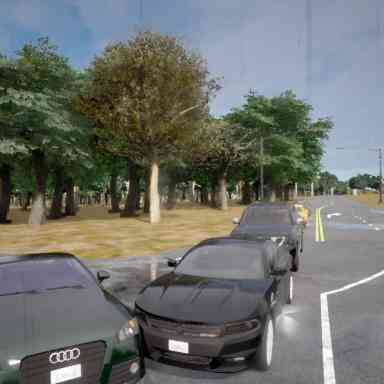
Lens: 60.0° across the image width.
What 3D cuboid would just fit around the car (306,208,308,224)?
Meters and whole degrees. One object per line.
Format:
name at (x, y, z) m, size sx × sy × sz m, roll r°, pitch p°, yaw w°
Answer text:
car at (5.125, 1.772, 18.242) m, size 1.895 × 1.301 × 4.718 m, roll -1°, pitch 0°, yaw 21°

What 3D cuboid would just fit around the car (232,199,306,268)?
car at (2.887, 1.458, 12.343) m, size 2.150 × 2.045 × 5.566 m, roll -2°, pitch 0°, yaw 21°

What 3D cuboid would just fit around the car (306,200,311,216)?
car at (9.354, 1.721, 29.493) m, size 1.812 × 1.442 × 4.674 m, roll -1°, pitch 0°, yaw 21°

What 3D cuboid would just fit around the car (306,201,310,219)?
car at (7.285, 1.661, 23.992) m, size 1.882 × 1.535 × 5.008 m, roll -1°, pitch 0°, yaw 21°

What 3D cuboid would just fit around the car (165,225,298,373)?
car at (0.754, 1.612, 6.206) m, size 1.882 × 1.535 × 5.008 m, roll -1°, pitch -2°, yaw 21°

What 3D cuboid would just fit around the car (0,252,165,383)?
car at (-2.294, 1.642, 4.914) m, size 1.994 × 1.385 × 4.181 m, roll 1°, pitch -2°, yaw -33°

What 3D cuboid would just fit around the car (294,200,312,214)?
car at (13.398, 1.743, 40.070) m, size 1.812 × 1.442 × 4.674 m, roll -1°, pitch 0°, yaw 21°
